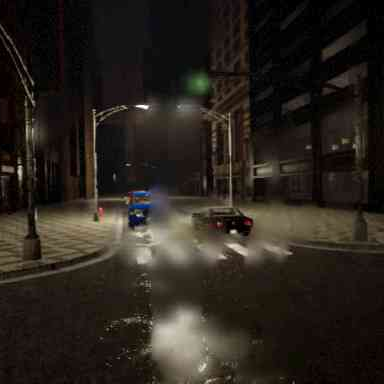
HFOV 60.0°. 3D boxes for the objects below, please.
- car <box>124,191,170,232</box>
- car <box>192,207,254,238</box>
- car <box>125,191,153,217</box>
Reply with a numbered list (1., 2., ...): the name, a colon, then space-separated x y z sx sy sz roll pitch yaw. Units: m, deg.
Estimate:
1. car: -2.633 1.011 19.205 2.150 2.045 5.566 -1 1 -12
2. car: 1.275 1.352 16.107 1.895 1.301 4.718 -1 1 -12
3. car: -4.822 0.925 29.713 2.150 2.045 5.566 -1 1 -12
